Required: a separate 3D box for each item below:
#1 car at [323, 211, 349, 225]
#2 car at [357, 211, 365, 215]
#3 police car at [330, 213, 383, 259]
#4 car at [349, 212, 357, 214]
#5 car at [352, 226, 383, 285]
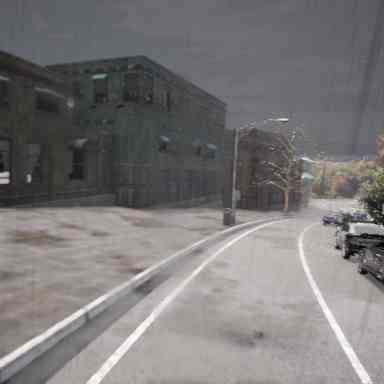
[{"bbox_3d":[15.285,2.952,35.640,1.895,1.301,4.718,5,0,29],"label":"car"},{"bbox_3d":[33.426,4.618,66.266,1.812,1.442,4.674,7,1,43],"label":"car"},{"bbox_3d":[7.717,2.065,15.086,1.930,1.638,5.238,4,0,17],"label":"police car"},{"bbox_3d":[20.330,3.339,44.515,1.837,1.490,4.892,6,0,33],"label":"car"},{"bbox_3d":[6.092,2.007,9.308,1.812,1.442,4.674,4,-1,14],"label":"car"}]
